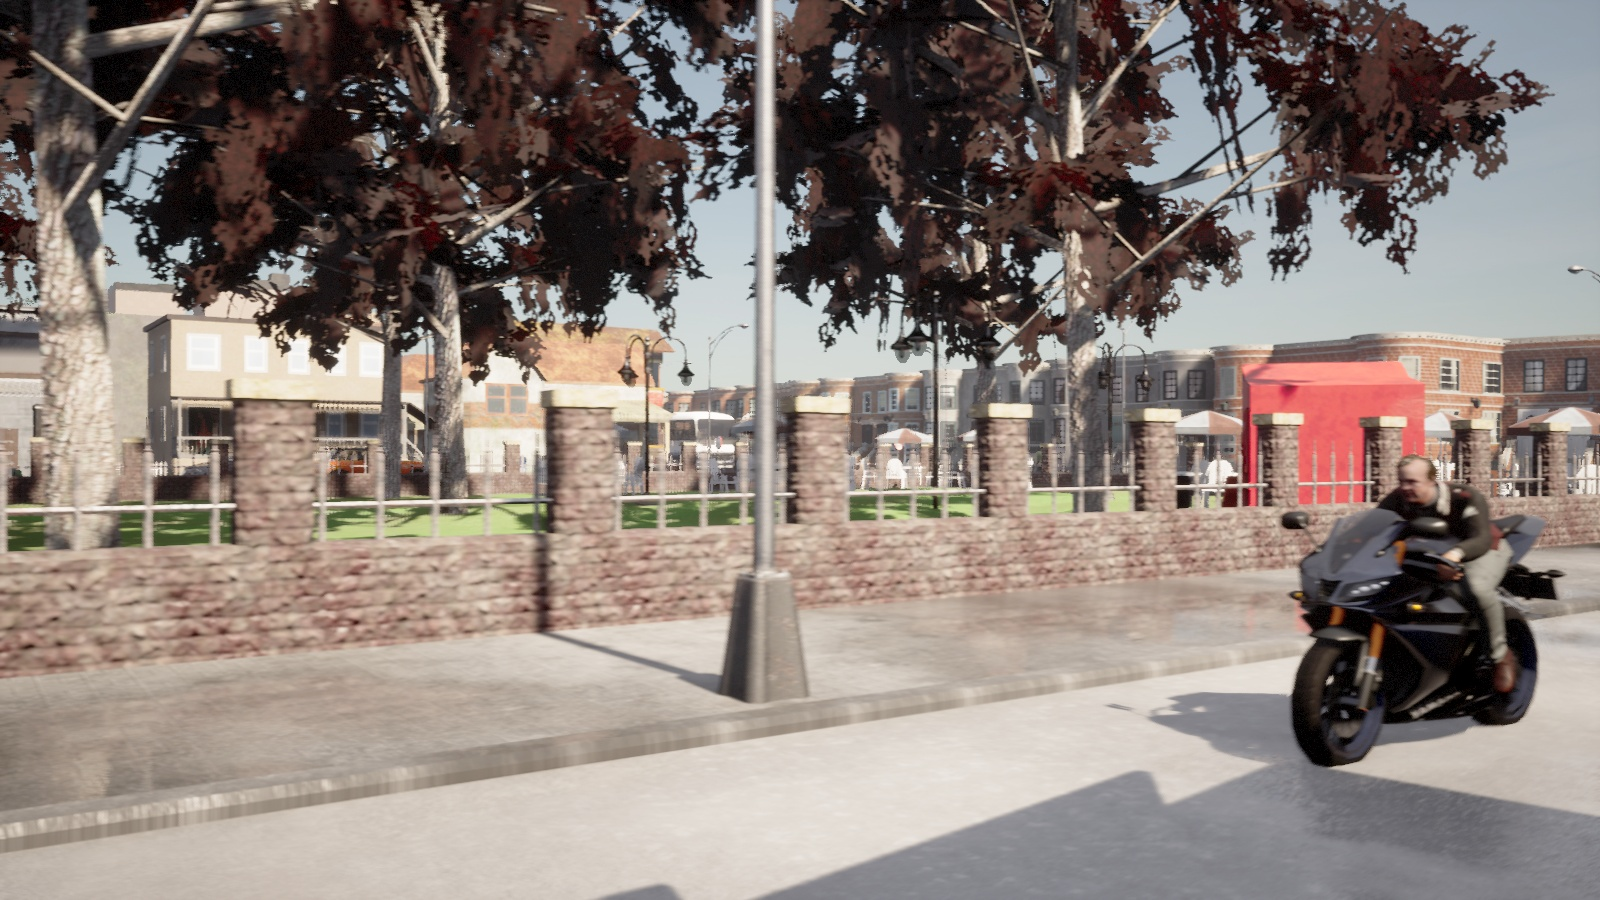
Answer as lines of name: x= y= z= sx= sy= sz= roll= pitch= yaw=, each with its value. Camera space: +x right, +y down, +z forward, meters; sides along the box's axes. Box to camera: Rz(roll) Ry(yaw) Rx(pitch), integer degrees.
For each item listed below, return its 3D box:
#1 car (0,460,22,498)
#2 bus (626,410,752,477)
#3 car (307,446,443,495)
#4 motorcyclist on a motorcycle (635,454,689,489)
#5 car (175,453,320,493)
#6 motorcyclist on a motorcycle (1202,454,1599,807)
car: x=-29.806 y=1.015 z=43.563 sx=4.718 sy=1.301 sz=1.895 roll=0 pitch=0 yaw=-35
bus: x=-7.702 y=-0.406 z=85.238 sx=3.944 sy=4.253 sz=10.273 roll=0 pitch=0 yaw=-34
car: x=-16.254 y=0.755 z=48.099 sx=4.553 sy=1.767 sz=2.097 roll=0 pitch=0 yaw=-35
motorcyclist on a motorcycle: x=-6.053 y=0.928 z=55.180 sx=2.191 sy=1.530 sz=0.866 roll=0 pitch=0 yaw=-35
car: x=-21.625 y=0.867 z=49.242 sx=4.902 sy=1.511 sz=2.128 roll=0 pitch=0 yaw=-35
motorcyclist on a motorcycle: x=3.123 y=0.789 z=6.442 sx=2.191 sy=1.530 sz=0.866 roll=0 pitch=0 yaw=-35
